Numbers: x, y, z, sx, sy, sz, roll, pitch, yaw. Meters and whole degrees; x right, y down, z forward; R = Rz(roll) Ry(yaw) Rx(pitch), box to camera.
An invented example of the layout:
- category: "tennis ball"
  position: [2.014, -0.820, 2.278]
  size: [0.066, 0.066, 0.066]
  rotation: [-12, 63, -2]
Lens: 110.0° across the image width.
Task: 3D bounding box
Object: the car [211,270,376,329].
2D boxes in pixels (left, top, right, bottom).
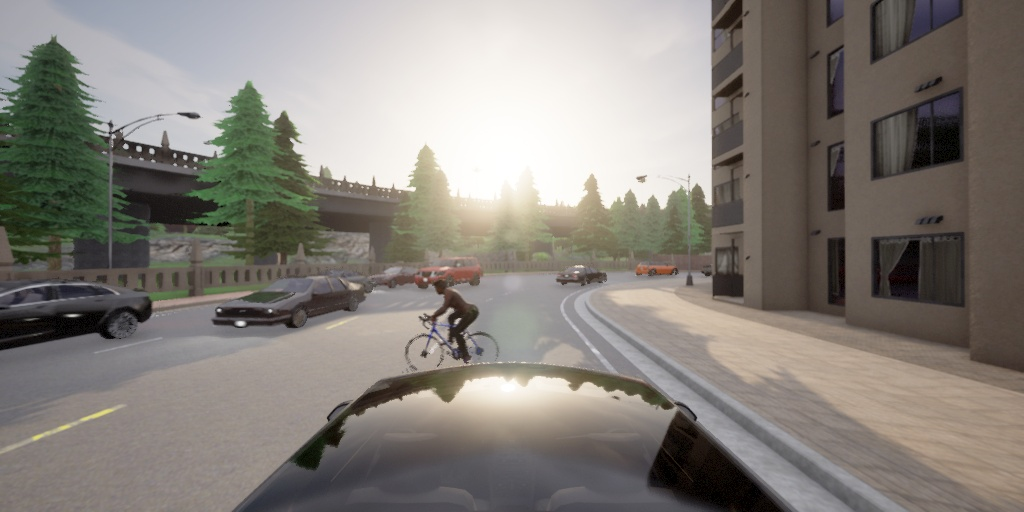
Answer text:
- category: "car"
  position: [-6.750, 1.353, 11.797]
  size: [2.033, 1.411, 5.357]
  rotation: [0, 0, 4]

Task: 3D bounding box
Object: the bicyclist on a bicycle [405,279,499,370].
- category: "bicyclist on a bicycle"
  position: [-1.060, 1.227, 6.253]
  size: [1.656, 1.620, 0.582]
  rotation: [-2, 0, 0]

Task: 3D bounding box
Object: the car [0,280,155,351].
- category: "car"
  position: [-10.409, 1.273, 7.364]
  size: [2.128, 1.511, 4.902]
  rotation: [0, 0, 2]

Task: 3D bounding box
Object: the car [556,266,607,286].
- category: "car"
  position: [5.266, 1.437, 26.659]
  size: [2.033, 1.411, 5.357]
  rotation: [0, 0, 37]

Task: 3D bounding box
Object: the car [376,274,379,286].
- category: "car"
  position: [-9.217, 1.409, 18.779]
  size: [1.994, 1.385, 4.181]
  rotation: [0, 0, 14]

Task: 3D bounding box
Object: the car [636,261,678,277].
- category: "car"
  position: [15.558, 1.308, 38.393]
  size: [4.553, 1.767, 2.097]
  rotation: [0, 0, -24]

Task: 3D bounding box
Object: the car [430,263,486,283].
- category: "car"
  position: [-4.490, 1.389, 30.744]
  size: [1.882, 1.535, 5.008]
  rotation: [0, 0, 33]

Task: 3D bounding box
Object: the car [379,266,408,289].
- category: "car"
  position: [-7.840, 1.439, 24.770]
  size: [1.812, 1.442, 4.674]
  rotation: [0, 0, 22]

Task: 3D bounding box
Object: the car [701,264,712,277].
- category: "car"
  position: [21.882, 1.439, 36.676]
  size: [4.902, 1.511, 2.128]
  rotation: [0, 0, -11]

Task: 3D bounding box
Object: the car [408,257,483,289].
- category: "car"
  position: [-4.070, 1.096, 23.966]
  size: [2.150, 2.045, 5.566]
  rotation: [0, -1, 24]
